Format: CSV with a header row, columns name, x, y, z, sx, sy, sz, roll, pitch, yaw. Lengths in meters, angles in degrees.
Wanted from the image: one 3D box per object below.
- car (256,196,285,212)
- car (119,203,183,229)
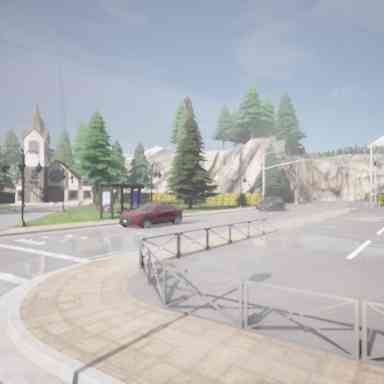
name,x,y,z,sx,sy,sz,roll,pitch,yaw
car,9.245,1.362,38.931,2.097,1.767,4.553,0,0,35
car,-2.601,1.488,22.022,1.882,1.535,5.008,0,0,35
